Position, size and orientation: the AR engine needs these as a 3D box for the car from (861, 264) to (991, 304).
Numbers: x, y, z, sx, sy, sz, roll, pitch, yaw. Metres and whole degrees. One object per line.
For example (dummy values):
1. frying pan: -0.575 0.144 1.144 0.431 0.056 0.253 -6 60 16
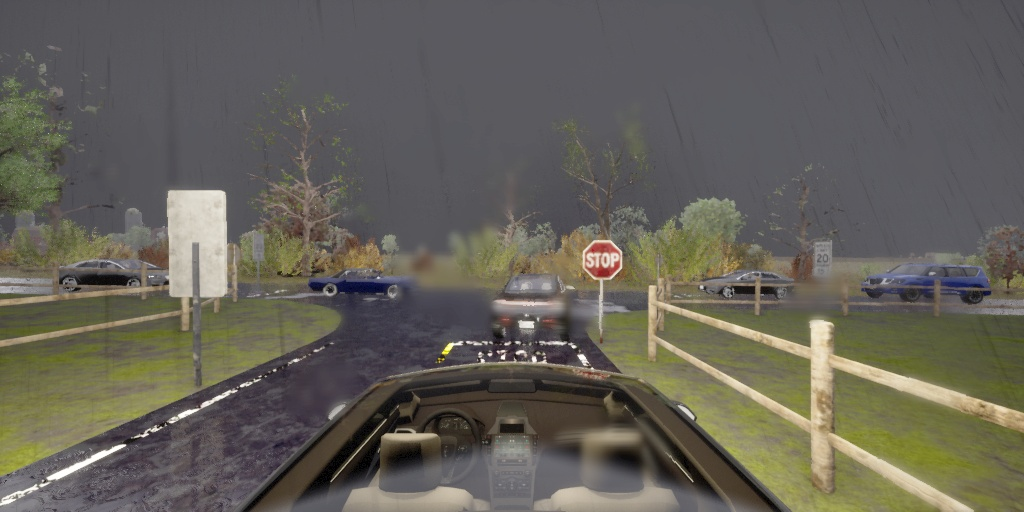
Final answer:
1. car: 22.899 1.466 19.922 5.566 2.045 2.150 1 1 0

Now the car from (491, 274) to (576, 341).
1. car: 0.706 1.240 9.973 2.128 1.511 4.902 0 0 9

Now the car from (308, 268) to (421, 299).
1. car: -6.823 1.248 17.004 4.718 1.301 1.895 1 1 0

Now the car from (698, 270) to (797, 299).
1. car: 13.003 1.525 19.932 4.902 1.511 2.128 1 1 0

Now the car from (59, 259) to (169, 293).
1. car: -18.490 0.885 17.020 4.902 1.511 2.128 1 1 0
